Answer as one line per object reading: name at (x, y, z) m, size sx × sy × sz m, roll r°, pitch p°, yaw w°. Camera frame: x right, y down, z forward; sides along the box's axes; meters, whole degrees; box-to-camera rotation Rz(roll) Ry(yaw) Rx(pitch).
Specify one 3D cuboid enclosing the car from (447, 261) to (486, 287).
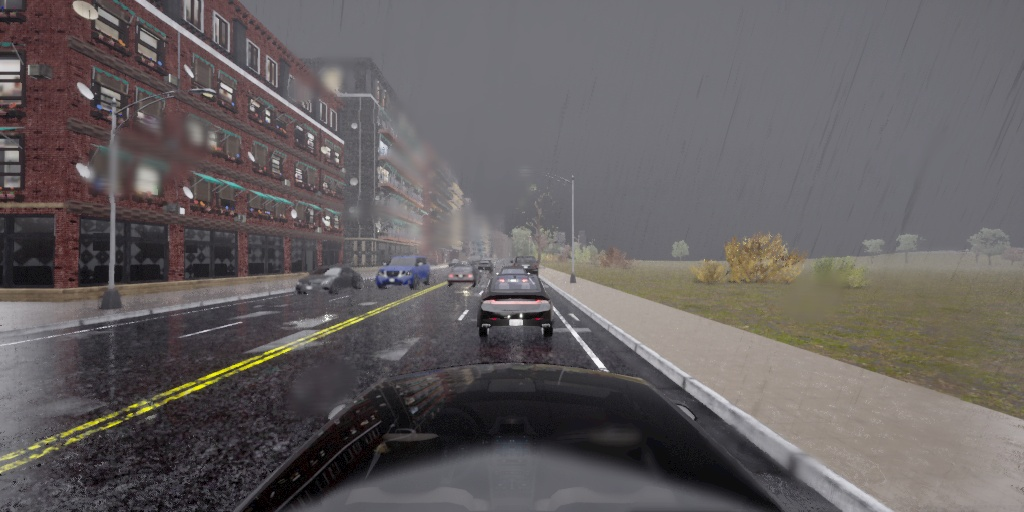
car at (-3.205, 1.301, 24.793) m, size 2.033 × 1.411 × 5.357 m, roll 0°, pitch 0°, yaw 0°

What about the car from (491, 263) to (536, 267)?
car at (0.065, 1.300, 20.721) m, size 2.033 × 1.411 × 5.357 m, roll 0°, pitch 0°, yaw 0°

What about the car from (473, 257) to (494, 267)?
car at (-3.237, 1.253, 43.731) m, size 1.837 × 1.490 × 4.892 m, roll 0°, pitch -2°, yaw 0°

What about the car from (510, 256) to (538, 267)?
car at (1.077, 0.979, 30.933) m, size 2.150 × 2.045 × 5.566 m, roll 0°, pitch 0°, yaw 0°

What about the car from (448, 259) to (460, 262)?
car at (-9.944, 1.258, 62.335) m, size 1.837 × 1.490 × 4.892 m, roll 0°, pitch 0°, yaw 0°

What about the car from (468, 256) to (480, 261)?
car at (-6.684, 0.971, 64.468) m, size 2.150 × 2.045 × 5.566 m, roll 0°, pitch 0°, yaw 0°

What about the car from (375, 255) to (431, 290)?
car at (-6.642, 0.974, 22.588) m, size 2.150 × 2.045 × 5.566 m, roll 0°, pitch 0°, yaw 0°

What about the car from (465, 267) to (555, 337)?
car at (0.083, 1.243, 10.281) m, size 2.128 × 1.511 × 4.902 m, roll 0°, pitch 0°, yaw 0°

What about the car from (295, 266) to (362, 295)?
car at (-9.887, 1.278, 19.792) m, size 1.812 × 1.442 × 4.674 m, roll 0°, pitch 0°, yaw 0°
